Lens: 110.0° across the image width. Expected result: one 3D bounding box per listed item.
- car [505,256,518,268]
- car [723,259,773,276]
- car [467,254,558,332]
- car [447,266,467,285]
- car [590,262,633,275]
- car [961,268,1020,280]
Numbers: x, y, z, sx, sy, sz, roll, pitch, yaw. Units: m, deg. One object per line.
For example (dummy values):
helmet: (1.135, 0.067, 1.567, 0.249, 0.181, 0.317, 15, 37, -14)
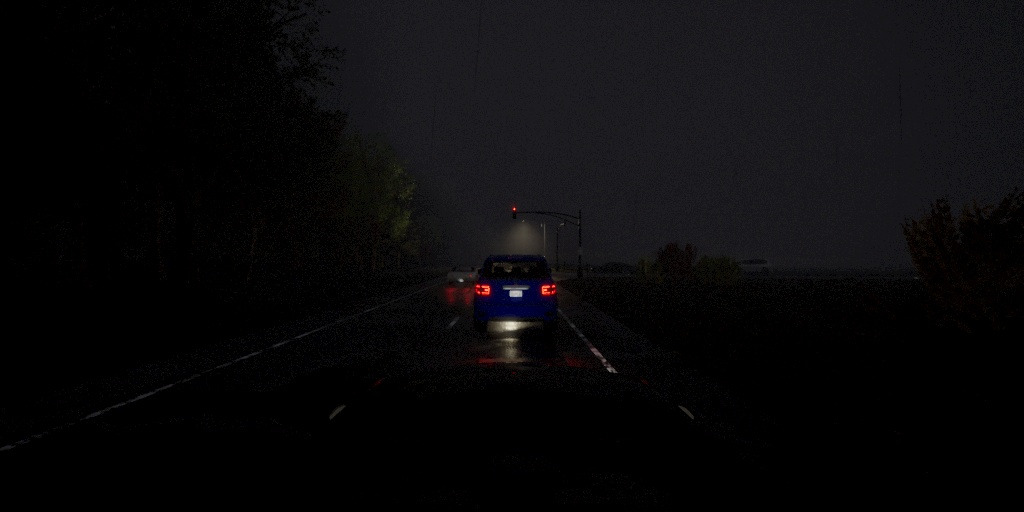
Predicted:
car: (-0.038, 0.975, 62.640, 2.150, 2.045, 5.566, 0, 0, 1)
car: (27.647, 1.331, 42.374, 5.566, 2.045, 2.150, 1, -1, 1)
car: (0.090, 0.974, 11.059, 2.150, 2.045, 5.566, 0, 0, 0)
car: (-3.432, 1.356, 26.393, 1.895, 1.301, 4.718, 0, 0, 0)
car: (11.814, 1.447, 42.740, 4.892, 1.490, 1.837, 1, -1, 5)
car: (52.069, 1.880, 38.649, 4.181, 1.385, 1.994, 1, -1, 1)
